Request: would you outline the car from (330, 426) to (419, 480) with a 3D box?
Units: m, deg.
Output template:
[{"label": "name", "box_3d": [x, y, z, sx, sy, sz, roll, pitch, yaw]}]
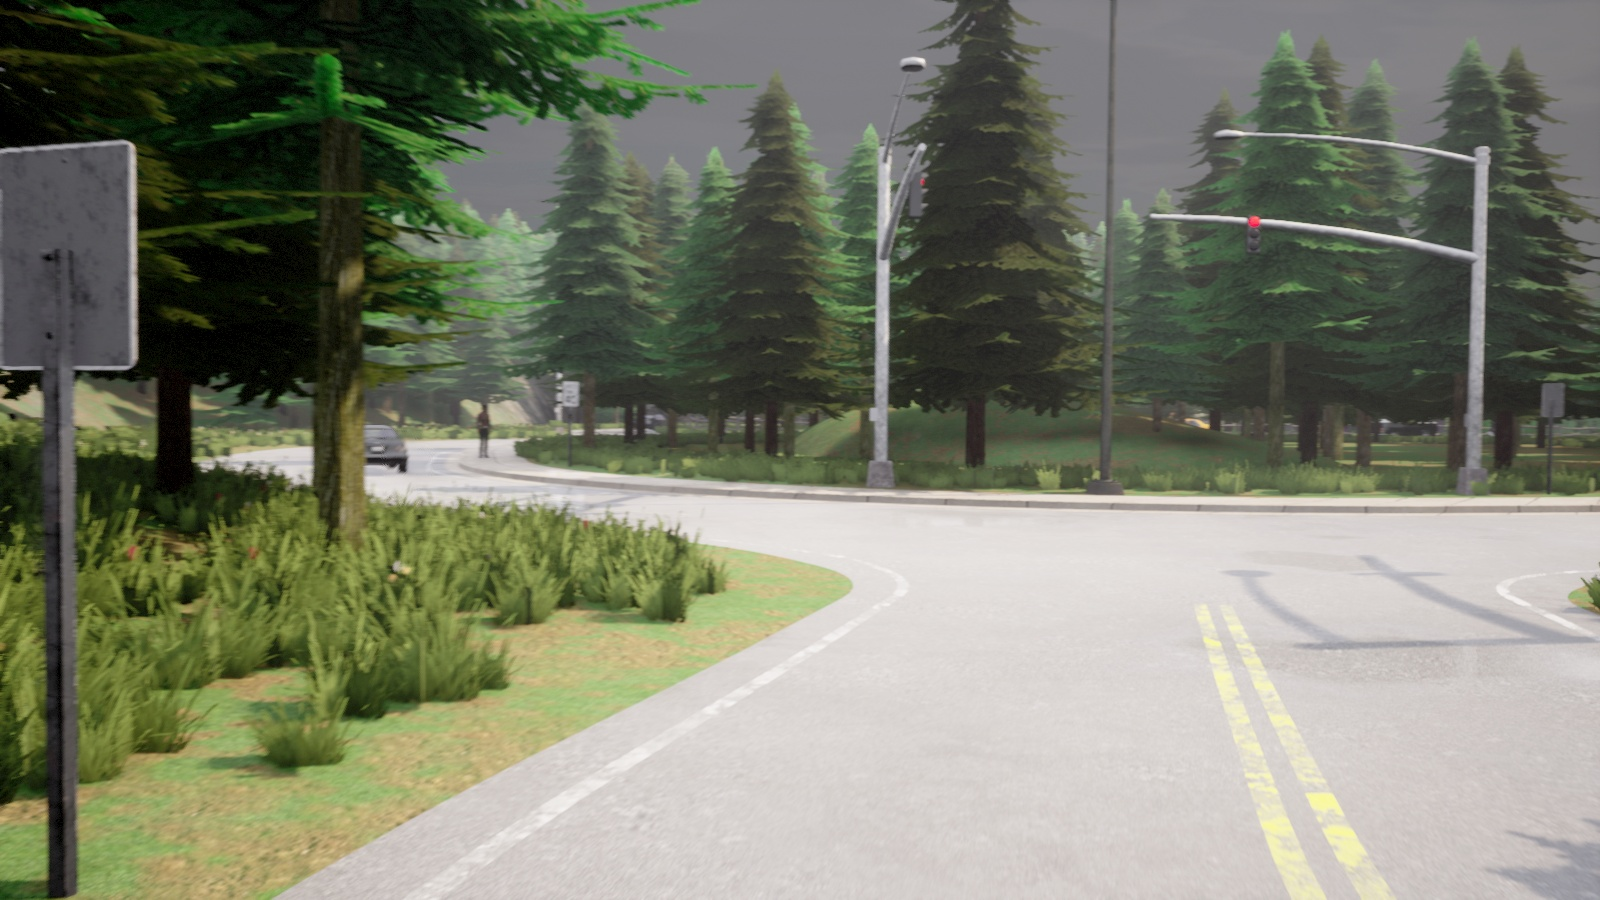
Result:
[{"label": "car", "box_3d": [-12.624, 0.026, 37.076, 2.033, 1.411, 5.357, -1, 2, -23]}]

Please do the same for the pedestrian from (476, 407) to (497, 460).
[{"label": "pedestrian", "box_3d": [-10.791, -0.564, 43.186, 0.328, 1.805, 0.869, -2, 3, -40]}]
